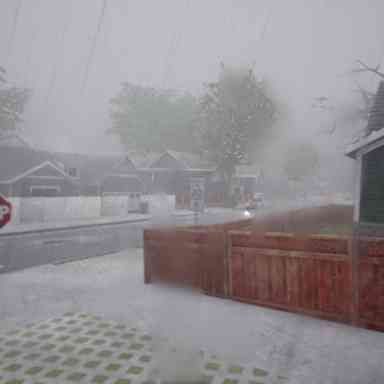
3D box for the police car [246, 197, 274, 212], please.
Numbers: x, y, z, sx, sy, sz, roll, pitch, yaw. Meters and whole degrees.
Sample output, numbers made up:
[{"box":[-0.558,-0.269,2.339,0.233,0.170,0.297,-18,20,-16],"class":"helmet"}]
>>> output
[{"box":[7.825,1.389,38.426,2.038,1.542,4.974,3,2,30],"class":"police car"}]
